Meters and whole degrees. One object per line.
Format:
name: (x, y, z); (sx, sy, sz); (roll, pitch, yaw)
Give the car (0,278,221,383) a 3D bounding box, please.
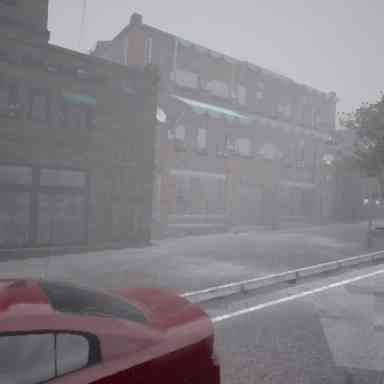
car: (-2.076, 1.477, 2.201); (5.008, 1.535, 1.882); (0, 0, -36)
